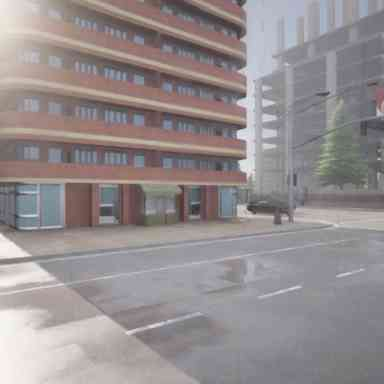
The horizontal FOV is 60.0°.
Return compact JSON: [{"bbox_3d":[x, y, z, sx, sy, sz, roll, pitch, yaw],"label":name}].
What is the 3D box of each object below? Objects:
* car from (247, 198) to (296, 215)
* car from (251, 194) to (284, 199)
[{"bbox_3d":[7.687,1.600,32.712,1.895,1.301,4.718,0,0,-36],"label":"car"},{"bbox_3d":[8.845,1.222,37.055,2.150,2.045,5.566,0,0,-36],"label":"car"}]
